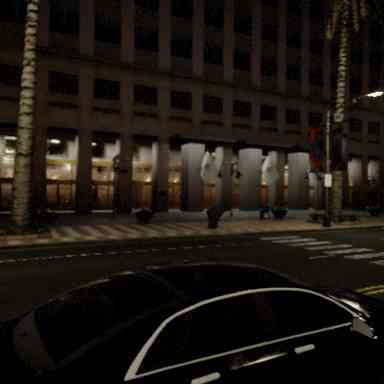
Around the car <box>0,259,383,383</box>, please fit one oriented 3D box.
[{"bbox_3d":[0.445,1.510,3.478,4.892,1.490,1.837,1,0,-31],"label":"car"}]
